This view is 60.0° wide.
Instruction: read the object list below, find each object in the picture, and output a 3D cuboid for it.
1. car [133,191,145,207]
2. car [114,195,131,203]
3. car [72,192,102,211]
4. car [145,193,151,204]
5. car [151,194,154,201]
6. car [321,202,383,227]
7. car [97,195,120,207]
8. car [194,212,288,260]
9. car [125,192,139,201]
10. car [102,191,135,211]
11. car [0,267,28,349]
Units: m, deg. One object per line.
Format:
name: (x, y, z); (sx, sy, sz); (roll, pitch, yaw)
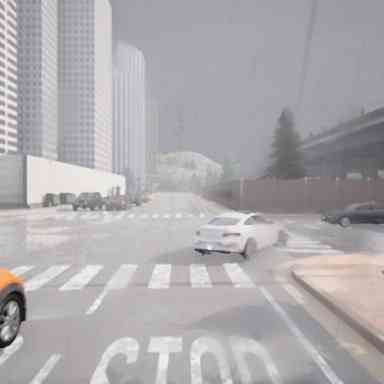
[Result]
car: (-8.182, 0.909, 45.804); (2.150, 2.045, 5.566); (0, 0, -2)
car: (-11.908, 1.212, 57.090); (1.895, 1.301, 4.718); (0, 0, -1)
car: (-11.468, 0.970, 36.991); (2.150, 2.045, 5.566); (0, 0, -1)
car: (-8.387, 1.146, 55.567); (1.812, 1.442, 4.674); (0, 0, -1)
car: (-8.576, 1.027, 65.907); (1.882, 1.535, 5.008); (0, 0, -1)
car: (10.744, 1.410, 21.130); (4.892, 1.490, 1.837); (0, 0, -2)
car: (-11.710, 1.226, 47.234); (2.033, 1.411, 5.357); (0, 0, -1)
car: (1.854, 1.447, 12.098); (1.812, 1.442, 4.674); (-1, 0, 34)
car: (-12.119, 0.891, 67.636); (2.097, 1.767, 4.553); (0, 0, -1)
car: (-7.947, 1.105, 36.231); (2.097, 1.767, 4.553); (0, 0, -1)
car: (-3.620, 1.329, 3.352); (2.097, 1.767, 4.553); (0, 0, 0)
